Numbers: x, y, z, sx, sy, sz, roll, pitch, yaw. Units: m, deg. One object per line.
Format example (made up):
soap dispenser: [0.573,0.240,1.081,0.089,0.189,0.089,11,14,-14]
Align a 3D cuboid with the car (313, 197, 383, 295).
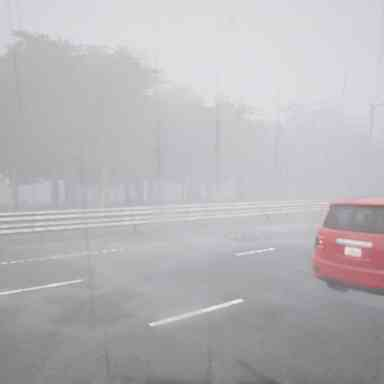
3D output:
car: [5.043,1.120,7.455,5.566,2.045,2.150,-1,0,-35]
